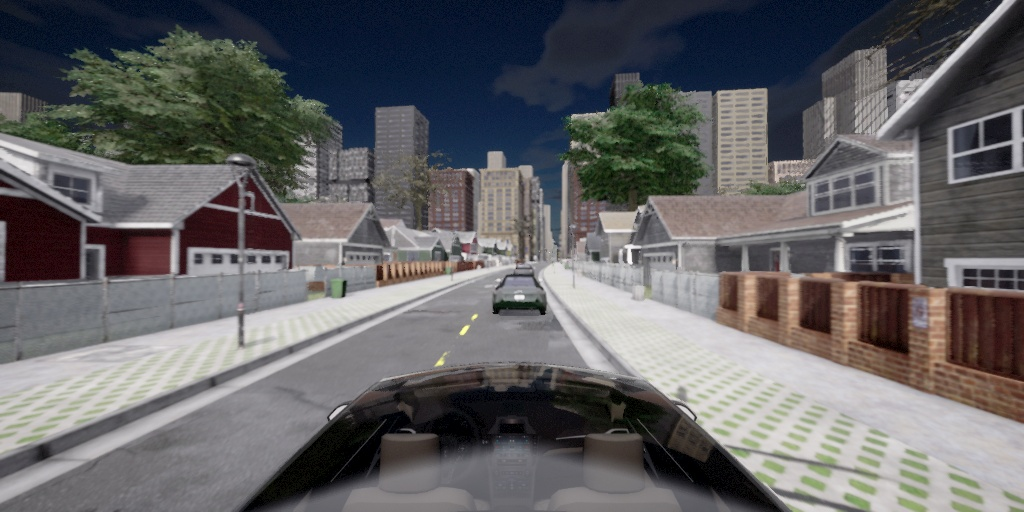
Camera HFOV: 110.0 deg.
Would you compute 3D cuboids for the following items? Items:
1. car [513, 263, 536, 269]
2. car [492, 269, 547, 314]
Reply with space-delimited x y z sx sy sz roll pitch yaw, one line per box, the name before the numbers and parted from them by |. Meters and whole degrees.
car | 1.114 1.411 32.327 2.128 1.511 4.902 0 0 4
car | 0.301 1.380 14.178 1.994 1.385 4.181 0 0 1
